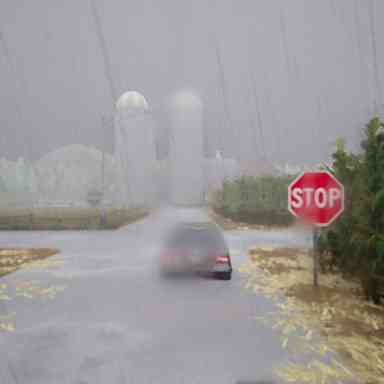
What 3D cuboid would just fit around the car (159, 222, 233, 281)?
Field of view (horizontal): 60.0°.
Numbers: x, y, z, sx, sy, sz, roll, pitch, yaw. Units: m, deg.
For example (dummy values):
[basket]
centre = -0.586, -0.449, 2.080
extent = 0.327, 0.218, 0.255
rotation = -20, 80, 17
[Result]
[car]
centre = 0.093, 1.618, 10.016
extent = 2.033, 1.411, 5.357
rotation = 0, -1, 0
